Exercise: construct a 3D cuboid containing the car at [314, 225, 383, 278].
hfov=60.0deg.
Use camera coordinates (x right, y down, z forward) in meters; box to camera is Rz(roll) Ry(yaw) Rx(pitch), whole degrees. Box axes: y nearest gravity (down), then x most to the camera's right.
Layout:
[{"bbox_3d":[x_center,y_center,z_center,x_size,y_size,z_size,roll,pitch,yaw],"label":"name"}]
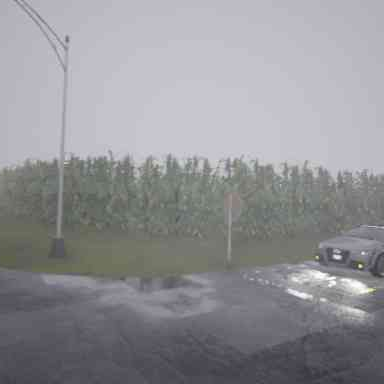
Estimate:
[{"bbox_3d":[6.068,1.852,11.180,4.181,1.385,1.994,2,-1,-33],"label":"car"}]
